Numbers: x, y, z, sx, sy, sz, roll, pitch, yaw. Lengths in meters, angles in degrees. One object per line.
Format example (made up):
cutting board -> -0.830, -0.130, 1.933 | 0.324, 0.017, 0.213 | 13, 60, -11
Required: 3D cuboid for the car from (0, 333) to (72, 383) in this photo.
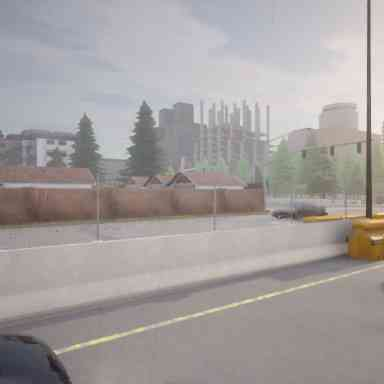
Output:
car -> -2.754, 1.564, 1.778 | 4.181, 1.385, 1.994 | 0, 0, -36
